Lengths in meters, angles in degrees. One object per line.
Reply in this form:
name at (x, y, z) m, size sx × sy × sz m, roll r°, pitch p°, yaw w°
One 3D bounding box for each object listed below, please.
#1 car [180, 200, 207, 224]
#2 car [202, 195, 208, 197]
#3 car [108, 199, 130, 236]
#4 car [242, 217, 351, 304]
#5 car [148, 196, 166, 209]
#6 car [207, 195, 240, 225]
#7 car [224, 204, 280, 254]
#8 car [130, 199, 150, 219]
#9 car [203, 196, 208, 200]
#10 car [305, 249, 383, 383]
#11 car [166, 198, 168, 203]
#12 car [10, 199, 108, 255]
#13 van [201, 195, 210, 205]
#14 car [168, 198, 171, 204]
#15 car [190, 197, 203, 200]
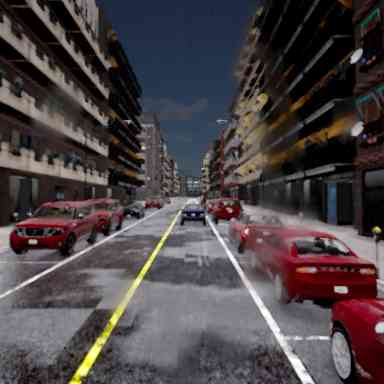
car at (0.098, 1.604, 25.091) m, size 2.033 × 1.411 × 5.357 m, roll 0°, pitch 0°, yaw 0°
car at (2.550, 1.499, 57.778) m, size 2.192 × 1.841 × 5.009 m, roll 1°, pitch 0°, yaw 0°
car at (-5.292, 1.357, 19.117) m, size 2.192 × 1.841 × 5.009 m, roll 1°, pitch 0°, yaw 0°
car at (2.584, 1.560, 7.995) m, size 1.887 × 1.381 × 4.507 m, roll 1°, pitch 0°, yaw 0°
car at (-5.295, 1.449, 46.770) m, size 2.192 × 1.841 × 5.009 m, roll 1°, pitch 0°, yaw 0°
car at (2.553, 1.371, 24.589) m, size 2.192 × 1.841 × 5.009 m, roll 1°, pitch 0°, yaw 0°
car at (2.593, 1.468, 13.527) m, size 1.967 × 1.590 × 4.097 m, roll 1°, pitch 0°, yaw 0°
car at (-5.299, 1.639, 30.179) m, size 1.947 × 1.339 × 4.313 m, roll 1°, pitch 0°, yaw 0°
car at (2.549, 1.531, 35.652) m, size 1.967 × 1.590 × 4.097 m, roll 1°, pitch 0°, yaw 0°
car at (2.584, 1.549, 2.465) m, size 1.887 × 1.381 × 4.507 m, roll 1°, pitch 0°, yaw 0°
car at (-5.301, 1.703, 52.300) m, size 1.887 × 1.381 × 4.507 m, roll 1°, pitch 0°, yaw 0°
car at (-5.292, 1.344, 13.587) m, size 2.192 × 1.841 × 5.009 m, roll 1°, pitch 0°, yaw 0°
van at (2.548, 1.553, 63.309) m, size 1.690 × 1.788 × 3.998 m, roll 1°, pitch 0°, yaw 0°
car at (-5.304, 1.825, 68.894) m, size 1.802 × 1.307 × 4.206 m, roll 1°, pitch 0°, yaw 0°
car at (0.101, 1.637, 41.198) m, size 1.812 × 1.442 × 4.674 m, roll 0°, pitch 0°, yaw 0°
